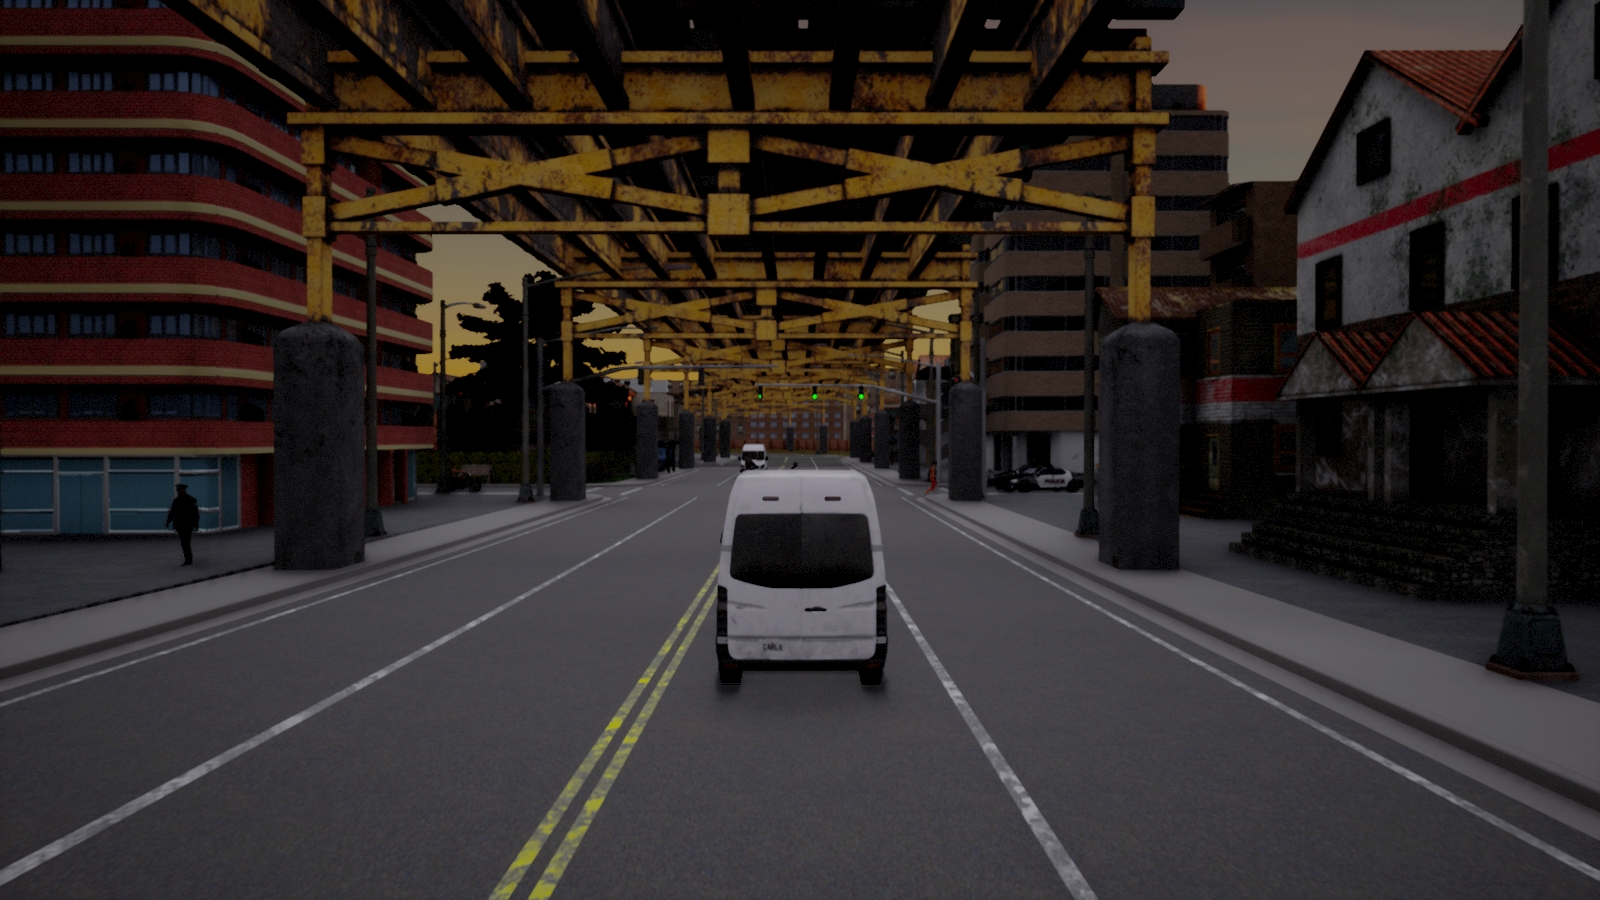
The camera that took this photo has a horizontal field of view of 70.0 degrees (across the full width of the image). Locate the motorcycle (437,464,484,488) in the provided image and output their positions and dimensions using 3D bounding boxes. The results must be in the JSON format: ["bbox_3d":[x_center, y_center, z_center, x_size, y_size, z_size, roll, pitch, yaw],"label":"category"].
[{"bbox_3d":[-18.864,1.428,63.485,2.356,1.332,0.764,0,1,0],"label":"motorcycle"}]

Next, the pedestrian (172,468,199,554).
[{"bbox_3d":[-13.447,1.337,25.019,0.375,1.860,0.375,0,1,0],"label":"pedestrian"}]

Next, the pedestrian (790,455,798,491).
[{"bbox_3d":[-0.303,1.184,58.894,0.375,1.860,0.375,0,1,-2],"label":"pedestrian"}]

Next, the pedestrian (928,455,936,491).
[{"bbox_3d":[6.780,1.186,58.795,0.375,1.860,0.375,0,1,0],"label":"pedestrian"}]

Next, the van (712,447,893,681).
[{"bbox_3d":[0.007,1.244,15.496,1.988,2.561,5.915,0,0,0],"label":"van"}]
